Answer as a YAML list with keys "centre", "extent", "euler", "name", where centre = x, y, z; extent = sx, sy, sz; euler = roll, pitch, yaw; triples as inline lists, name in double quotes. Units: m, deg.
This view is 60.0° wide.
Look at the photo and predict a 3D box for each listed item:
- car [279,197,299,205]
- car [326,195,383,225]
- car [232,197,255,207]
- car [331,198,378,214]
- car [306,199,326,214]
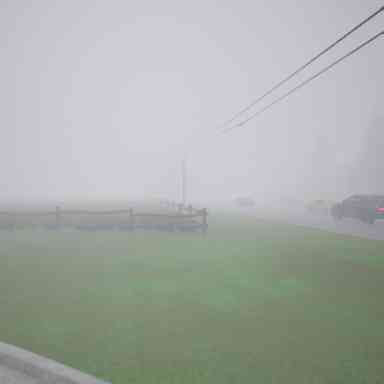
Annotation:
- centre: [16.624, 1.513, 57.324]
  extent: [1.994, 1.385, 4.181]
  euler: [0, 0, -12]
  name: "car"
- centre: [12.674, 1.211, 24.481]
  extent: [2.150, 2.045, 5.566]
  euler: [0, 0, -12]
  name: "car"
- centre: [7.549, 1.491, 49.342]
  extent: [2.033, 1.411, 5.357]
  euler: [0, 0, -12]
  name: "car"
- centre: [17.440, 1.460, 36.028]
  extent: [1.882, 1.535, 5.008]
  euler: [0, 0, -12]
  name: "car"
- centre: [14.019, 1.454, 35.288]
  extent: [1.882, 1.535, 5.008]
  euler: [0, 0, -12]
  name: "car"
